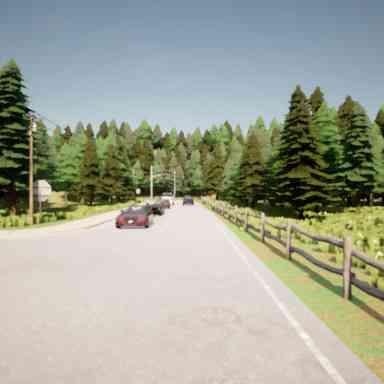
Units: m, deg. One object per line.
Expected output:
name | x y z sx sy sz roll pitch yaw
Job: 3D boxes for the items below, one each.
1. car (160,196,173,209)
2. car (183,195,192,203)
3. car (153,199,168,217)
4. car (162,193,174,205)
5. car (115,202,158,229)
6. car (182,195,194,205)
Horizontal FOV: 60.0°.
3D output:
car | -3.847 1.537 43.417 1.994 1.385 4.181 0 0 -2
car | -0.903 1.461 66.420 1.837 1.490 4.892 0 0 -2
car | -3.633 1.576 31.476 1.895 1.301 4.718 0 0 0
car | -4.170 1.177 56.135 2.150 2.045 5.566 0 1 -1
car | -3.597 1.547 21.428 1.994 1.385 4.181 0 0 0
car | -0.623 1.490 56.122 1.812 1.442 4.674 0 0 -2
